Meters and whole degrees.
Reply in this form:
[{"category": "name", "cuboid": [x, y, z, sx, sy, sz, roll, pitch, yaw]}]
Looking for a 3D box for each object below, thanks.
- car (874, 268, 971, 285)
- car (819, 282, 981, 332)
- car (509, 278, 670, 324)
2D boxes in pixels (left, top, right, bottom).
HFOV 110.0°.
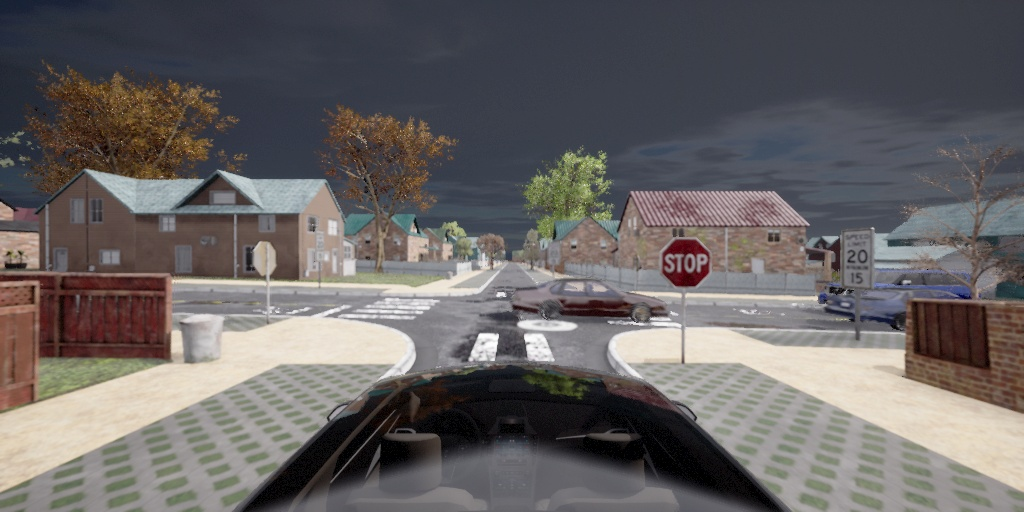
[{"category": "car", "cuboid": [16.721, 1.564, 15.584, 5.566, 2.045, 2.150, 2, 0, 0]}, {"category": "car", "cuboid": [14.309, 1.838, 12.722, 5.357, 1.411, 2.033, 2, 0, 0]}, {"category": "car", "cuboid": [2.592, 1.492, 12.665, 5.357, 1.411, 2.033, 2, 0, 0]}]
